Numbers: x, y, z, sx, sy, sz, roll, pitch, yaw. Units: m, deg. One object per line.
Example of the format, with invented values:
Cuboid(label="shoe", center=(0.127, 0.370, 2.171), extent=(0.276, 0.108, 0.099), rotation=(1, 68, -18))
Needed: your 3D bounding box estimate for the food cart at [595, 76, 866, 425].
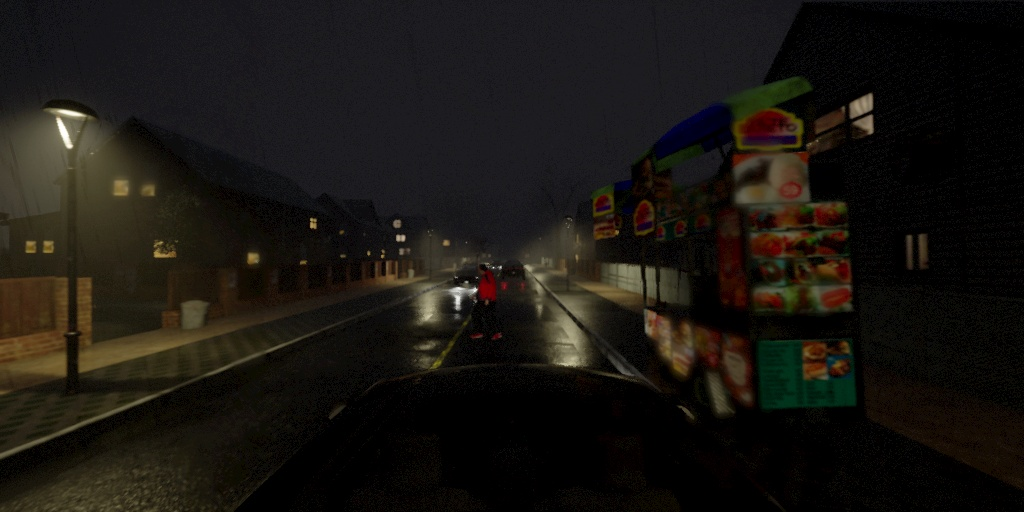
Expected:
Cuboid(label="food cart", center=(3.015, 0.203, 5.514), extent=(2.280, 3.560, 4.660), rotation=(0, 0, 0))

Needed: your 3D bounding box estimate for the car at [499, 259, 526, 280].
Cuboid(label="car", center=(0.136, 1.147, 30.661), extent=(1.882, 1.535, 5.008), rotation=(0, 0, 0))

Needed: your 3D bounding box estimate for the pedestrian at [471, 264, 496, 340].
Cuboid(label="pedestrian", center=(-0.651, 1.023, 8.389), extent=(0.375, 1.860, 0.375), rotation=(2, -2, 0))

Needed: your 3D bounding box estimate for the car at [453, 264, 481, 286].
Cuboid(label="car", center=(-2.816, 1.231, 24.887), extent=(2.033, 1.411, 5.357), rotation=(0, 0, 0))
